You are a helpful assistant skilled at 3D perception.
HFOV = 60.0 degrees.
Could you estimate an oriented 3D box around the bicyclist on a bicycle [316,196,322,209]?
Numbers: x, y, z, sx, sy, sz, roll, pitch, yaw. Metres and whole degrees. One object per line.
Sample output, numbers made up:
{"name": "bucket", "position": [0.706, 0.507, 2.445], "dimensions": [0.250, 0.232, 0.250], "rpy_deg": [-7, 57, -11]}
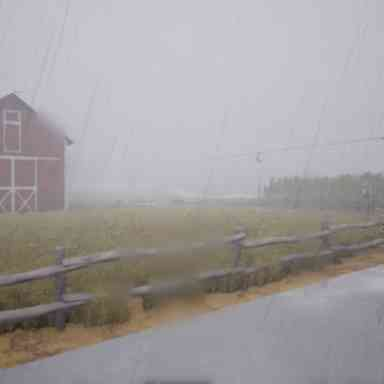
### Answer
{"name": "bicyclist on a bicycle", "position": [13.864, 1.214, 35.914], "dimensions": [1.656, 1.620, 0.582], "rpy_deg": [-1, 0, -35]}

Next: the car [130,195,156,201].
{"name": "car", "position": [-9.155, 1.335, 61.684], "dimensions": [5.357, 1.411, 2.033], "rpy_deg": [0, 0, 33]}

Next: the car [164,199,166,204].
{"name": "car", "position": [-2.922, 1.347, 53.902], "dimensions": [1.994, 1.385, 4.181], "rpy_deg": [-1, 0, -35]}

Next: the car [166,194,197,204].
{"name": "car", "position": [-1.216, 1.161, 45.729], "dimensions": [2.097, 1.767, 4.553], "rpy_deg": [-1, 0, -35]}
